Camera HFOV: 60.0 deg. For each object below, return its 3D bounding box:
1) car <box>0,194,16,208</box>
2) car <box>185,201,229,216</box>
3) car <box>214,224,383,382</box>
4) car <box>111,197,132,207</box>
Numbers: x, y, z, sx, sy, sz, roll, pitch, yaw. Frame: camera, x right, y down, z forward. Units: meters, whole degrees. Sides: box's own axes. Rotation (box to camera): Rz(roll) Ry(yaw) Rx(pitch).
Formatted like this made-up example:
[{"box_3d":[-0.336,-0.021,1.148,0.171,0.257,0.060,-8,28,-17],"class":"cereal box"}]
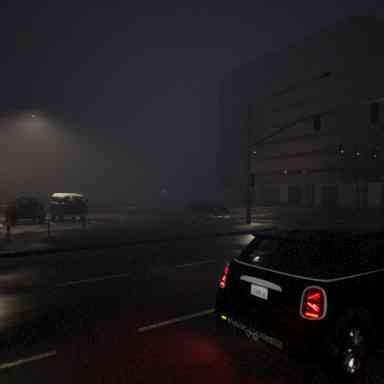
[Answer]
[{"box_3d":[-31.674,1.208,56.493,1.932,1.855,4.605,0,0,-35],"class":"car"},{"box_3d":[1.437,1.602,33.951,2.033,1.411,5.357,0,0,-35],"class":"car"},{"box_3d":[2.637,1.352,5.682,4.553,1.767,2.097,0,0,-35],"class":"car"},{"box_3d":[-10.964,1.580,51.462,1.812,1.442,4.674,0,0,-35],"class":"car"}]
